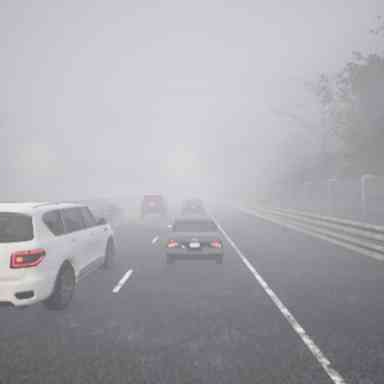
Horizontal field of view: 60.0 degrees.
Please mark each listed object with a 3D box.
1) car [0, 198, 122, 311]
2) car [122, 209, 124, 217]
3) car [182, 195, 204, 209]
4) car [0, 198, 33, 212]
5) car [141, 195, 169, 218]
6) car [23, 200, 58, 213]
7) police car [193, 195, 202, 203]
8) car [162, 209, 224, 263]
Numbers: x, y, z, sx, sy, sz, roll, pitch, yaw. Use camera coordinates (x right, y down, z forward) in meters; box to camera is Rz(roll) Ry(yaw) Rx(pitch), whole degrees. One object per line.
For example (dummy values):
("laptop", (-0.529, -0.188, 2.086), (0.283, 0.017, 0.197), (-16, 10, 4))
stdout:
("car", (-3.437, 1.228, 7.892), (2.150, 2.045, 5.566), (0, 0, 1))
("car", (-6.910, 1.570, 26.984), (2.033, 1.411, 5.357), (0, 0, 0))
("car", (0.098, 1.381, 31.794), (2.097, 1.767, 4.553), (0, 0, 0))
("car", (-21.082, 1.519, 39.693), (1.882, 1.535, 5.008), (0, 0, 0))
("car", (-3.400, 1.250, 30.972), (2.150, 2.045, 5.566), (0, 0, 0))
("car", (-17.587, 1.641, 38.804), (1.895, 1.301, 4.718), (0, 0, 0))
("police car", (1.240, 1.541, 76.085), (1.930, 1.638, 5.238), (0, 0, 0))
("car", (0.086, 1.553, 11.926), (2.033, 1.411, 5.357), (0, 0, 0))
